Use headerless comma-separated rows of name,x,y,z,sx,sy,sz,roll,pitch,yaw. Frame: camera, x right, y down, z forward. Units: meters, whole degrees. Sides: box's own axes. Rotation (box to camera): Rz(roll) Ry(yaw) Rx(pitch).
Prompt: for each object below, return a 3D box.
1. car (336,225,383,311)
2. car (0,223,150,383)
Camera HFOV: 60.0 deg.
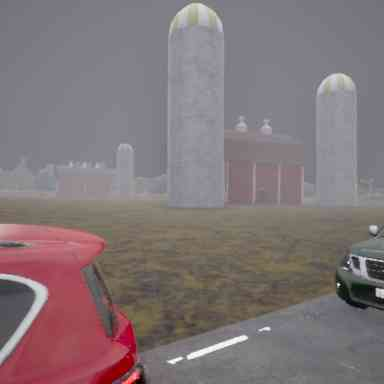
car,5.339,1.310,6.984,5.566,2.045,2.150,0,-1,-36
car,-2.786,1.221,1.017,5.566,2.045,2.150,1,-1,-37
